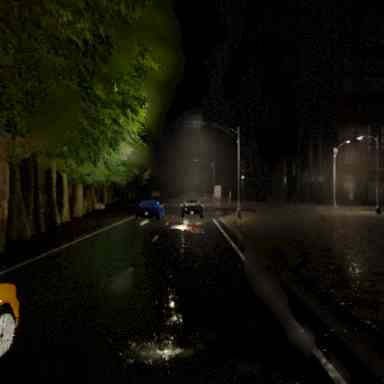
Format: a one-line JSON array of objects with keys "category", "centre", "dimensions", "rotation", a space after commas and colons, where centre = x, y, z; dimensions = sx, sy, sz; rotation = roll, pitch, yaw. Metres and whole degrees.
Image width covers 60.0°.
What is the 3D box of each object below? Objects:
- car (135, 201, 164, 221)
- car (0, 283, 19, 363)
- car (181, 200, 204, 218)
[{"category": "car", "centre": [-3.404, 1.453, 27.362], "dimensions": [1.882, 1.535, 5.008], "rotation": [0, 0, 0]}, {"category": "car", "centre": [-3.401, 1.473, 2.768], "dimensions": [1.882, 1.535, 5.008], "rotation": [0, 0, 0]}, {"category": "car", "centre": [0.021, 1.491, 30.284], "dimensions": [1.837, 1.490, 4.892], "rotation": [0, 0, 0]}]
